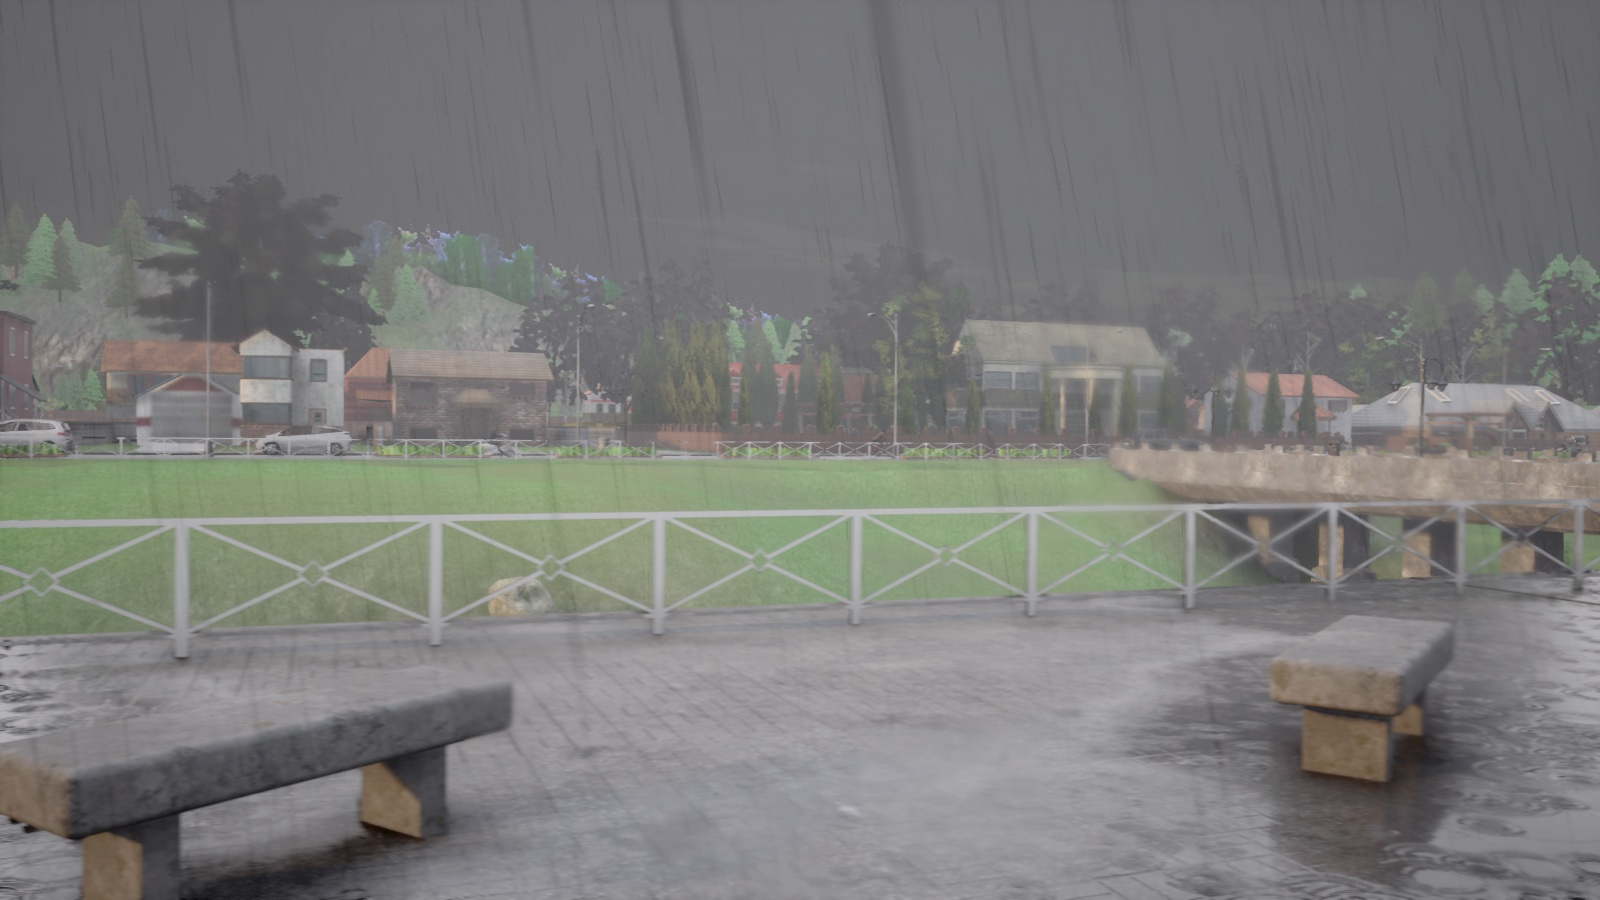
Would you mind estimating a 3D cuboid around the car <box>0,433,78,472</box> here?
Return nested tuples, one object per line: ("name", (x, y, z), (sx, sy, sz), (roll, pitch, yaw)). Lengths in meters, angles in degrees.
("car", (-35.261, 0.106, 56.378), (4.611, 1.667, 2.242), (-1, 1, -21))

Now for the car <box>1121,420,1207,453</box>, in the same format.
("car", (21.330, -0.813, 73.570), (4.605, 1.855, 1.932), (-1, 1, -21))

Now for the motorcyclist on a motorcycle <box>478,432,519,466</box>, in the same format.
("motorcyclist on a motorcycle", (-14.413, -0.069, 60.010), (1.817, 1.590, 0.866), (-1, 1, -21))

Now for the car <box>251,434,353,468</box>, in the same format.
("car", (-24.006, 0.018, 60.649), (4.514, 1.525, 2.007), (-1, 1, -21))
